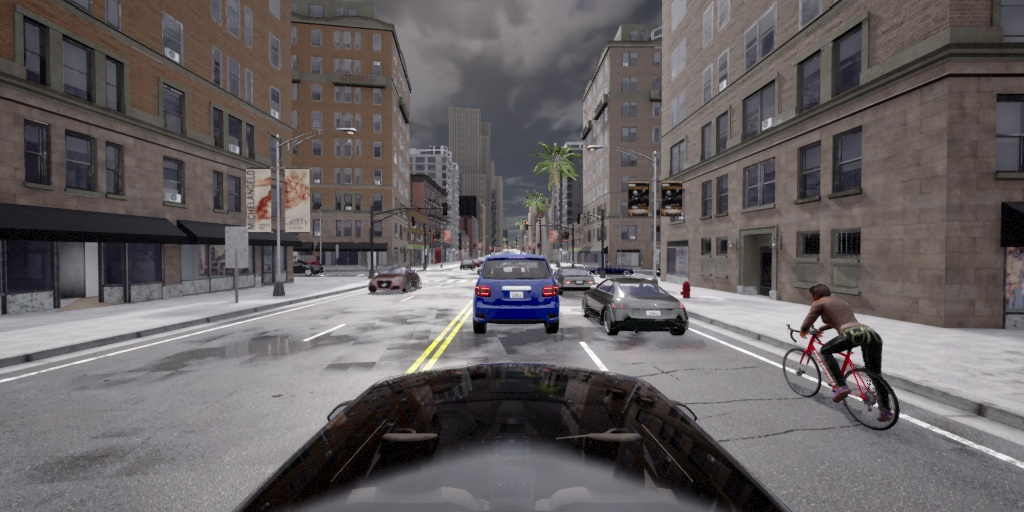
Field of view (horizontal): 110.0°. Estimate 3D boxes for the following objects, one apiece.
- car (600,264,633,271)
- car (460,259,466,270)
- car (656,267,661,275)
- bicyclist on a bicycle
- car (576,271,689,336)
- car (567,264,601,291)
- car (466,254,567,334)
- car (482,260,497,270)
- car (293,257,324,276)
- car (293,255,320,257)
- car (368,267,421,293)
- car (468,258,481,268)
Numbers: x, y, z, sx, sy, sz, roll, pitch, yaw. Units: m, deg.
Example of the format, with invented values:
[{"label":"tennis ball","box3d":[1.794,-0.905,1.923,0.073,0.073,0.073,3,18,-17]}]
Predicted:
[{"label":"car","box3d":[10.224,1.454,37.435,4.718,1.301,1.895,1,1,2]},{"label":"car","box3d":[-6.650,1.224,54.079,1.882,1.535,5.008,0,0,0]},{"label":"car","box3d":[16.172,1.514,34.580,4.313,1.339,1.948,0,0,0]},{"label":"bicyclist on a bicycle","box3d":[4.140,1.202,4.659,0.582,1.620,1.656,0,0,0]},{"label":"car","box3d":[3.324,1.313,10.448,1.994,1.385,4.181,0,0,0]},{"label":"car","box3d":[3.230,1.295,19.681,2.033,1.411,5.357,0,0,0]},{"label":"car","box3d":[0.092,0.970,10.782,2.150,2.045,5.566,0,0,0]},{"label":"car","box3d":[-3.403,1.293,55.632,2.033,1.411,5.357,0,0,0]},{"label":"car","box3d":[-20.905,1.125,34.648,4.892,1.490,1.837,1,1,-9]},{"label":"car","box3d":[-23.937,0.838,40.031,5.009,1.841,2.192,0,0,-9]},{"label":"car","box3d":[-6.620,1.312,20.579,1.994,1.385,4.181,0,0,0]},{"label":"car","box3d":[-6.630,1.223,63.594,1.882,1.535,5.008,0,0,0]}]
